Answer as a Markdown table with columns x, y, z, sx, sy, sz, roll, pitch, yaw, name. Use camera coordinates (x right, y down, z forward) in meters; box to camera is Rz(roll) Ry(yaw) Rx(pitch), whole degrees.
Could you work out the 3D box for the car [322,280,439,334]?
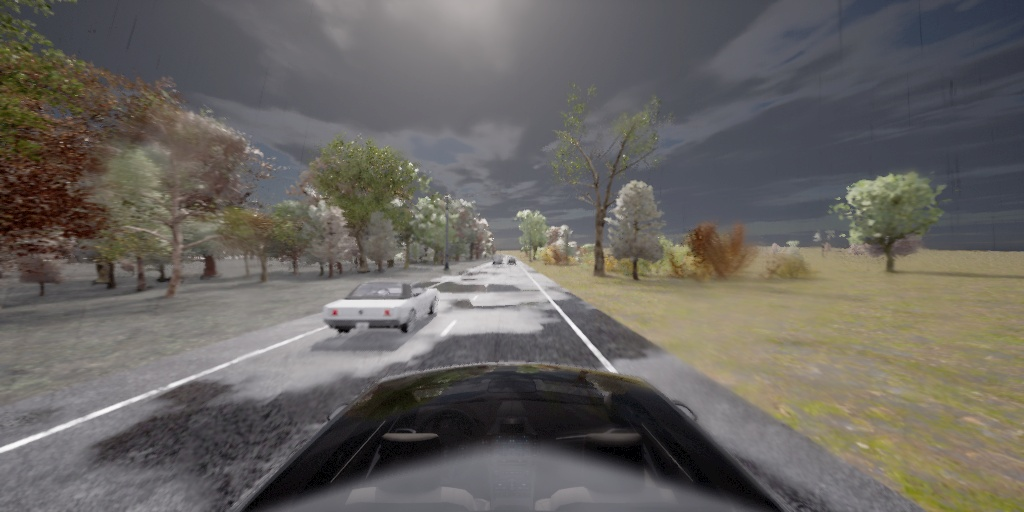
| x | y | z | sx | sy | sz | roll | pitch | yaw | name |
| --- | --- | --- | --- | --- | --- | --- | --- | --- | --- |
| -3.498 | 1.353 | 10.612 | 1.895 | 1.301 | 4.718 | 0 | 0 | 0 | car |
